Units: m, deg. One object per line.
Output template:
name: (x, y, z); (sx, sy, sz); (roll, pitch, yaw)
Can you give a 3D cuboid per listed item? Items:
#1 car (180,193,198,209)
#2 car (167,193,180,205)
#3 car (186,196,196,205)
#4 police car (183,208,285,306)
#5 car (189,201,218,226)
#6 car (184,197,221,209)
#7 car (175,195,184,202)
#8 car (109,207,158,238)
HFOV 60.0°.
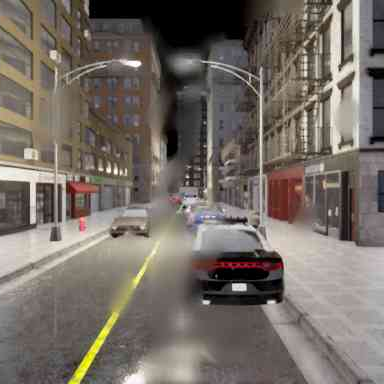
car: (-0.110, 1.199, 45.946); (2.150, 2.045, 5.566); (0, 0, 0)
car: (-3.017, 1.196, 57.603); (2.150, 2.045, 5.566); (0, 0, 0)
car: (-0.193, 1.500, 60.745); (1.812, 1.442, 4.674); (0, 0, 0)
police car: (0.799, 1.422, 8.260); (1.930, 1.638, 5.238); (0, 0, 0)
car: (0.749, 1.465, 24.150); (1.882, 1.535, 5.008); (0, 0, 0)
car: (0.767, 1.342, 18.120); (2.097, 1.767, 4.553); (0, 0, 0)
car: (-3.005, 1.482, 80.045); (1.837, 1.490, 4.892); (0, 0, 0)
car: (-2.904, 1.538, 17.732); (2.033, 1.411, 5.357); (0, 0, 0)
